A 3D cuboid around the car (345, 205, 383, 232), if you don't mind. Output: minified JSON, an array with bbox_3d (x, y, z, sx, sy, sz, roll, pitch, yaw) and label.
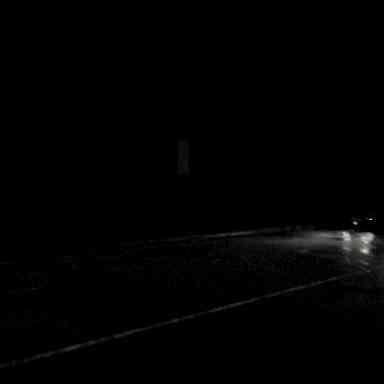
[{"bbox_3d":[11.497,1.552,20.737,4.902,1.511,2.128,0,0,-35],"label":"car"}]
